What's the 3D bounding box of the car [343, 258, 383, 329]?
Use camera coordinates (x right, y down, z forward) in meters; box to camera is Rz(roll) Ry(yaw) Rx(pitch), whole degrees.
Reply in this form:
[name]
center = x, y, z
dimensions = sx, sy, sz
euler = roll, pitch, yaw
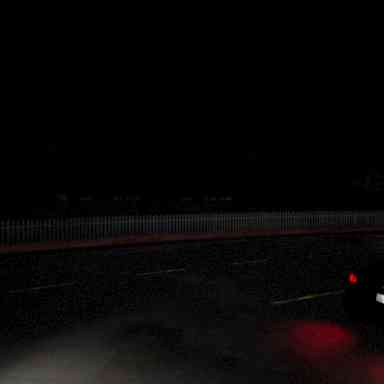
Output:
[car]
center = 4.706, 1.564, 5.724
dimensions = 4.181, 1.385, 1.994
euler = 0, 0, -24
